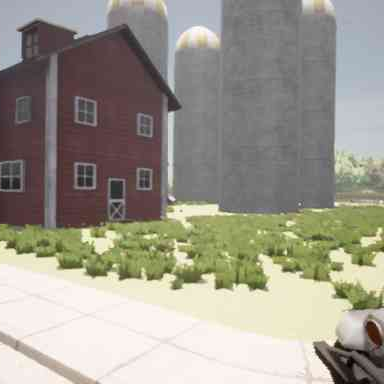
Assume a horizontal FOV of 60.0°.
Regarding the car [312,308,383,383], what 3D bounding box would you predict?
[{"bbox_3d":[3.114,1.188,2.474,3.866,1.878,1.905,-1,6,-7],"label":"car"}]
